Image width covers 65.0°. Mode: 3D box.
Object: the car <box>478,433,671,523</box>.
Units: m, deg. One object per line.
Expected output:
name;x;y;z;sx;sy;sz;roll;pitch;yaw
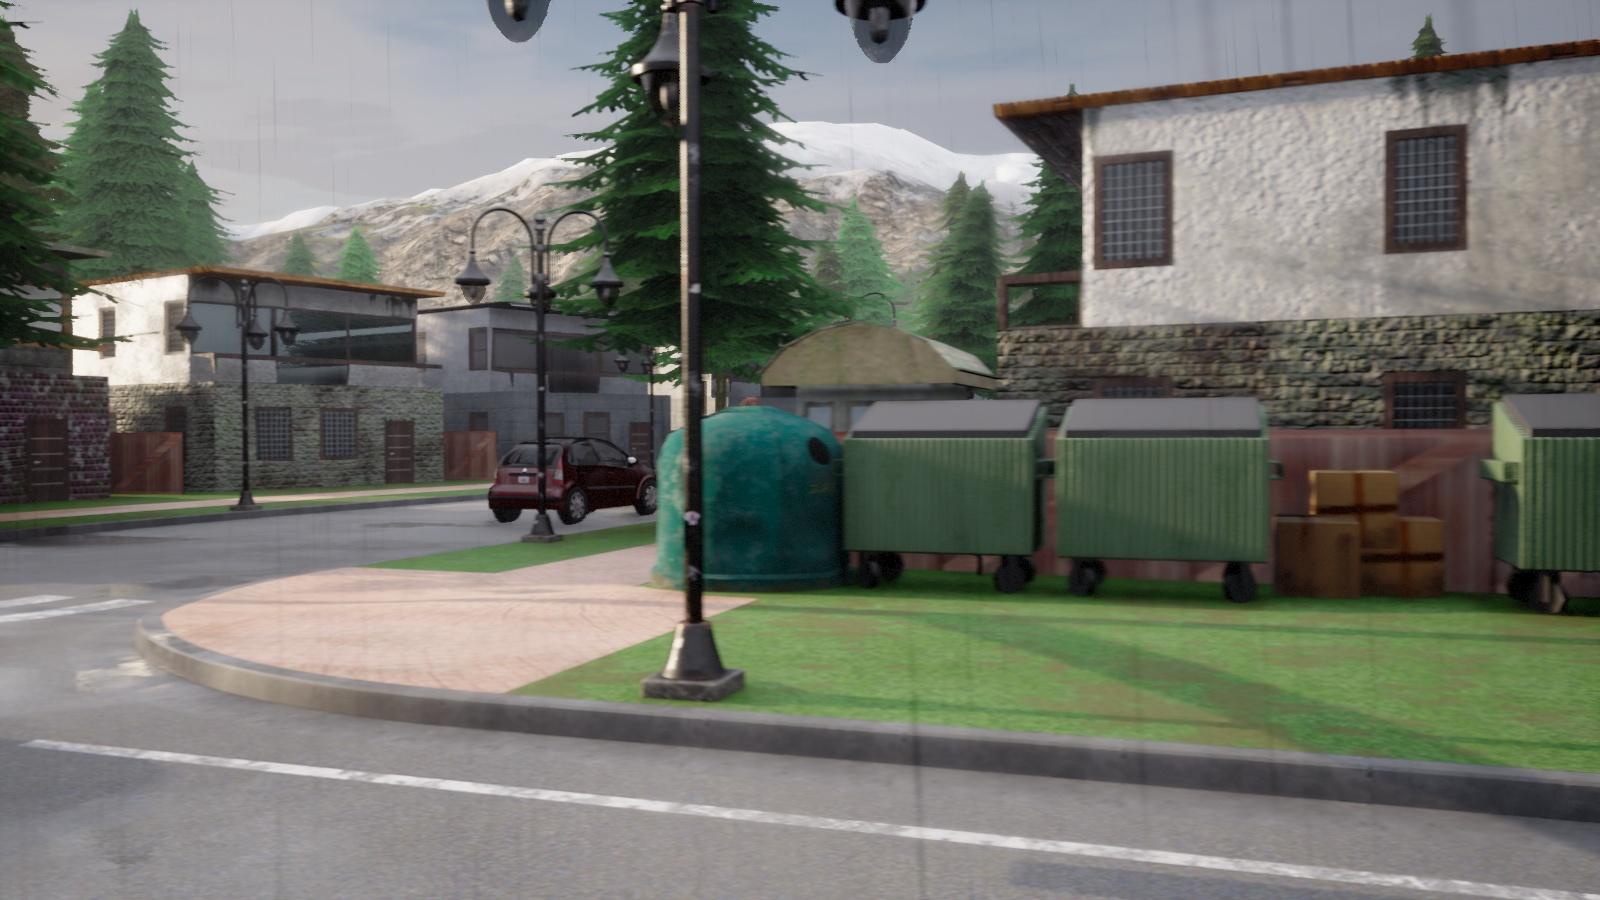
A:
car;-4.349;0.469;24.833;1.851;1.617;3.988;1;1;24
